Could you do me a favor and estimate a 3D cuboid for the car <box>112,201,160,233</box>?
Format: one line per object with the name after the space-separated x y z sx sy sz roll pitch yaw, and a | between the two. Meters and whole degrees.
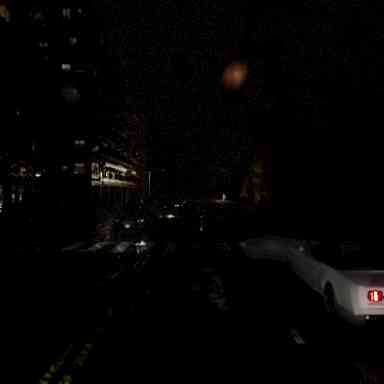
-3.366 1.521 19.775 2.128 1.511 4.902 0 0 0 | car

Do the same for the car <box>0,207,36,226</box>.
-13.767 1.739 23.422 4.718 1.301 1.895 -1 0 -10 | car

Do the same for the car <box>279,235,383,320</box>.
3.345 1.595 7.266 1.895 1.301 4.718 0 0 0 | car

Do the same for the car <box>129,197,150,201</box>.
-6.620 1.525 38.860 2.033 1.411 5.357 0 0 0 | car

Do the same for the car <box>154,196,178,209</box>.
-3.365 1.523 44.191 2.033 1.411 5.357 0 0 0 | car

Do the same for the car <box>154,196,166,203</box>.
-6.543 1.538 67.839 1.994 1.385 4.181 0 0 0 | car

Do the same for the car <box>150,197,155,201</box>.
-6.616 1.452 51.483 1.882 1.535 5.008 0 0 0 | car
